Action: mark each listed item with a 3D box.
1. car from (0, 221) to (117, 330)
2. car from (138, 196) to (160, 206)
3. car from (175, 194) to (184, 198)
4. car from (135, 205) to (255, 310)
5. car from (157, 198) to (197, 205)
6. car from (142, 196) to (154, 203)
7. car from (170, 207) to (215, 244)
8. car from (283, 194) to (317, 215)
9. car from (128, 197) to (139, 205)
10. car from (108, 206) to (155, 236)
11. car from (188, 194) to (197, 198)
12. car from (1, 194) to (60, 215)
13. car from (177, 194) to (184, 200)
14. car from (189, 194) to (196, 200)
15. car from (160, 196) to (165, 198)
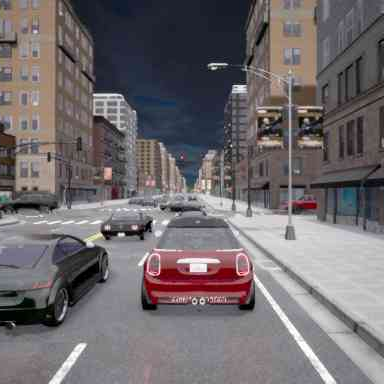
[{"bbox_3d":[-3.133,1.564,7.030,1.994,1.385,4.181,0,0,0],"label":"car"},{"bbox_3d":[-6.468,1.556,50.626,1.994,1.385,4.181,0,0,0],"label":"car"},{"bbox_3d":[-3.055,1.530,78.290,1.994,1.385,4.181,0,0,0],"label":"car"},{"bbox_3d":[0.119,1.352,7.960,2.097,1.767,4.553,0,0,0],"label":"car"},{"bbox_3d":[-0.890,1.599,33.676,4.718,1.301,1.895,0,0,34],"label":"car"},{"bbox_3d":[-9.571,1.534,72.083,1.994,1.385,4.181,0,0,0],"label":"car"},{"bbox_3d":[0.051,1.563,16.663,1.994,1.385,4.181,0,0,1],"label":"car"},{"bbox_3d":[12.351,1.256,34.476,5.566,2.045,2.150,0,0,0],"label":"car"},{"bbox_3d":[-9.696,1.537,57.005,2.033,1.411,5.357,0,0,0],"label":"car"},{"bbox_3d":[-3.109,1.600,16.899,1.895,1.301,4.718,0,0,0],"label":"car"},{"bbox_3d":[0.195,1.333,78.252,2.097,1.767,4.553,0,0,0],"label":"car"},{"bbox_3d":[-16.489,1.223,34.020,5.566,2.045,2.150,0,1,-10],"label":"car"},{"bbox_3d":[-3.030,1.370,88.293,1.812,1.442,4.674,0,0,0],"label":"car"},{"bbox_3d":[0.220,1.370,88.285,1.812,1.442,4.674,0,0,0],"label":"car"},{"bbox_3d":[-6.346,1.549,67.711,1.994,1.385,4.181,0,0,0],"label":"car"}]
